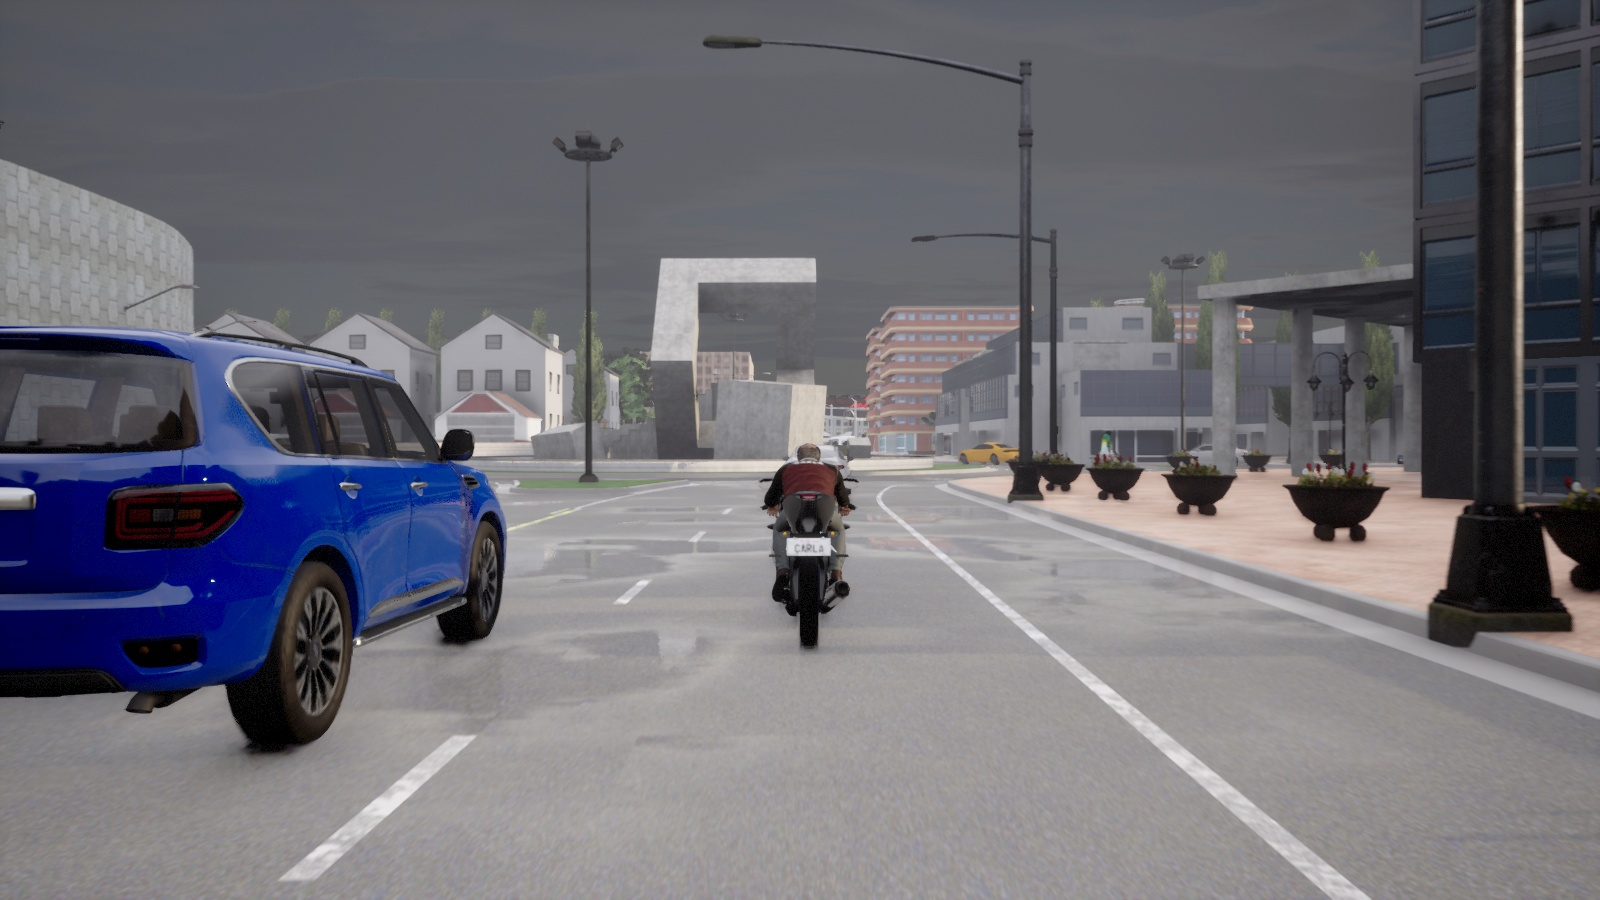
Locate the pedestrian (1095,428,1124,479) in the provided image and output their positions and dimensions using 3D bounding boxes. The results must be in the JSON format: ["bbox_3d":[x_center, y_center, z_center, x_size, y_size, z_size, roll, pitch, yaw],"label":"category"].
[{"bbox_3d":[11.897,0.139,48.301,0.873,1.952,0.659,0,0,-21],"label":"pedestrian"}]

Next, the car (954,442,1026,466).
[{"bbox_3d":[12.716,0.258,84.480,1.882,1.535,5.008,0,0,-34],"label":"car"}]

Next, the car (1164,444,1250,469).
[{"bbox_3d":[23.949,0.374,74.062,4.674,1.442,1.812,0,0,14],"label":"car"}]

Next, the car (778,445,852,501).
[{"bbox_3d":[0.487,0.577,34.747,1.812,1.442,4.674,0,0,4],"label":"car"}]

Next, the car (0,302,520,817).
[{"bbox_3d":[-3.440,0.419,7.771,2.150,2.045,5.566,0,0,0],"label":"car"}]

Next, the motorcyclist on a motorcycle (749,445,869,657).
[{"bbox_3d":[0.071,0.724,10.189,0.866,1.530,2.191,0,0,0],"label":"motorcyclist on a motorcycle"}]
